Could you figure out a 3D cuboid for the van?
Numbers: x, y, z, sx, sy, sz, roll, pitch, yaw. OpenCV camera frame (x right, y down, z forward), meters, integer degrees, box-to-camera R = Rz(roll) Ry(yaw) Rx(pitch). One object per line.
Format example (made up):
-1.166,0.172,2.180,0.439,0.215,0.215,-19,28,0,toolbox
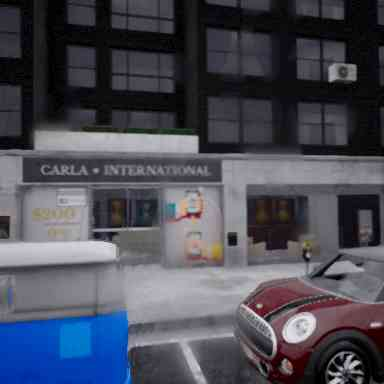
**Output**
-2.606,1.483,3.643,3.998,1.788,1.690,0,-2,-13,van

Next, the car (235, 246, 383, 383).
2.679,1.553,4.813,4.097,1.590,1.967,0,-2,-13,car
